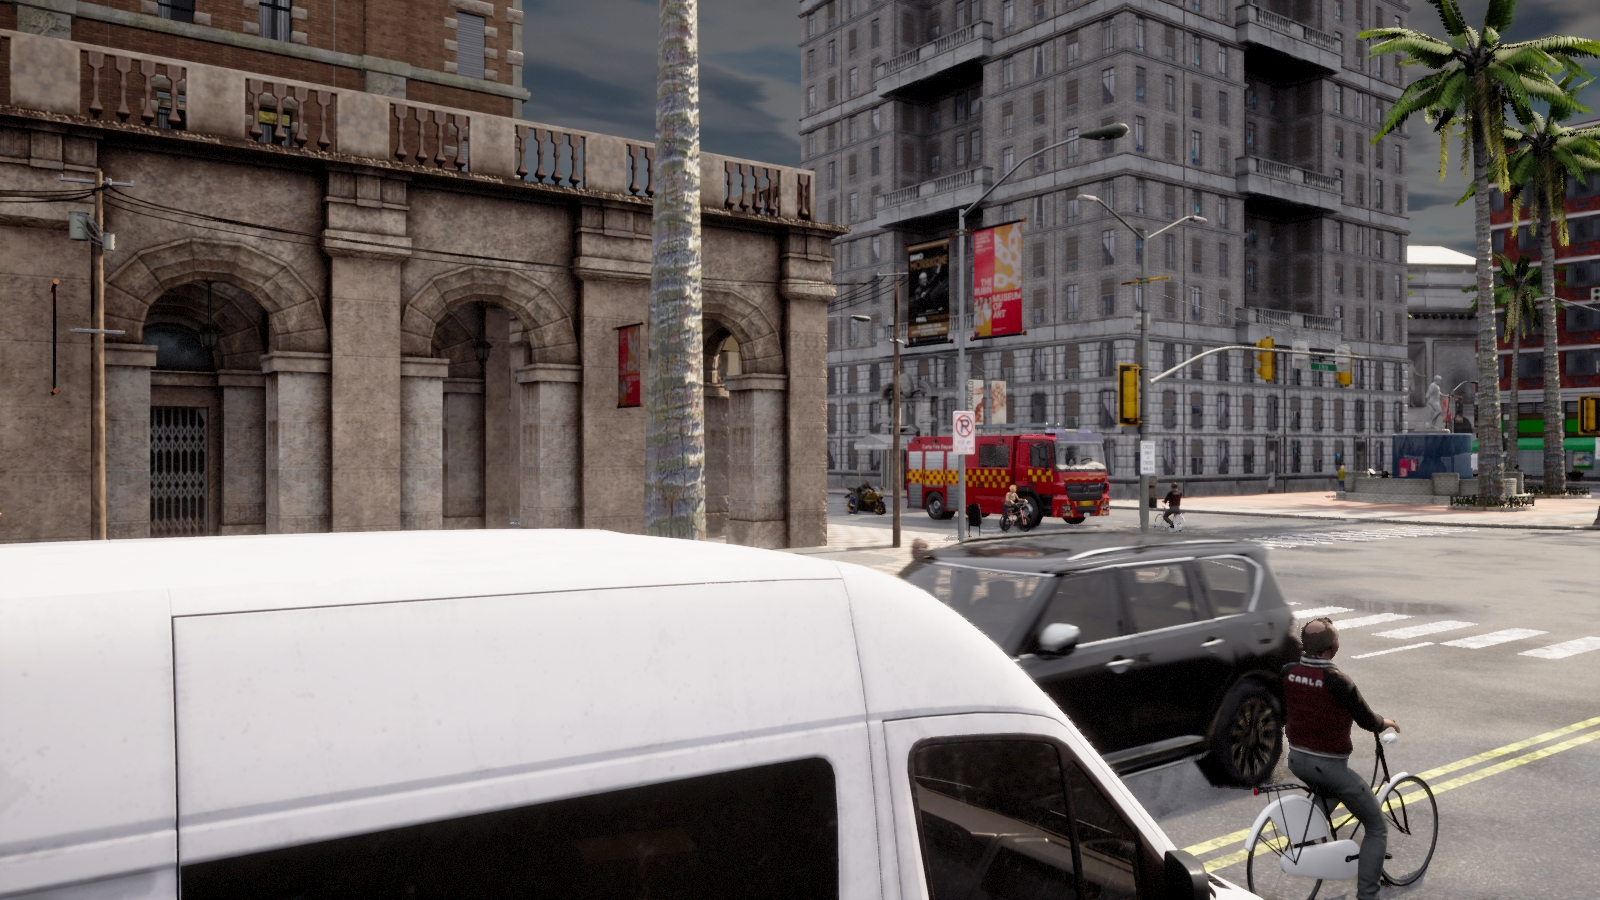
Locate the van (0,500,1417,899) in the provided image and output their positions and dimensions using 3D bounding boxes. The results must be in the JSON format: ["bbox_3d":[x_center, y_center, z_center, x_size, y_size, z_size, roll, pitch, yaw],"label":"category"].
[{"bbox_3d":[-0.760,1.534,3.254,5.915,2.561,1.988,0,0,-35],"label":"van"}]

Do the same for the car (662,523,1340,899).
[{"bbox_3d":[1.852,1.779,9.342,5.566,2.045,2.150,0,0,-35],"label":"car"}]

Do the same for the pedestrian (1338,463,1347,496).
[{"bbox_3d":[30.837,1.696,64.953,0.375,1.860,0.375,0,0,40],"label":"pedestrian"}]

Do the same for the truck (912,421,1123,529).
[{"bbox_3d":[8.260,0.891,44.593,2.891,3.827,8.468,0,0,-35],"label":"truck"}]

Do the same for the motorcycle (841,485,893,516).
[{"bbox_3d":[2.904,2.205,49.916,2.209,1.251,0.867,0,0,42],"label":"motorcycle"}]

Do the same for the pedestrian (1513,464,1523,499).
[{"bbox_3d":[38.949,1.698,61.957,0.375,1.860,0.375,0,0,14],"label":"pedestrian"}]

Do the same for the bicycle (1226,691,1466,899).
[{"bbox_3d":[3.417,2.210,7.085,1.835,1.171,0.329,0,0,-29],"label":"bicycle"}]

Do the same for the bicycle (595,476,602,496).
[{"bbox_3d":[-12.584,2.210,71.188,0.329,1.171,1.835,0,0,-13],"label":"bicycle"}]
